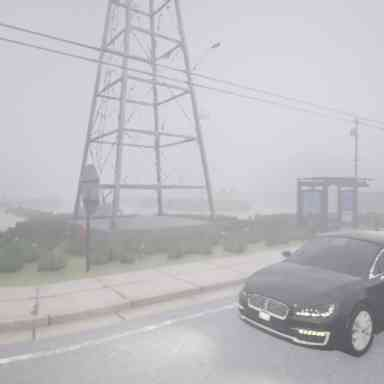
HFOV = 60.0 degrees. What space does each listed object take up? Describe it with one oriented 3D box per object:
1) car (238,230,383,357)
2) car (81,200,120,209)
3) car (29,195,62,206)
[{"bbox_3d":[3.007,1.513,6.128,4.892,1.490,1.837,0,0,-35],"label":"car"},{"bbox_3d":[-8.959,1.536,32.854,3.905,1.438,1.784,0,0,-36],"label":"car"},{"bbox_3d":[-22.377,1.324,50.890,4.605,1.855,1.932,0,0,-36],"label":"car"}]
